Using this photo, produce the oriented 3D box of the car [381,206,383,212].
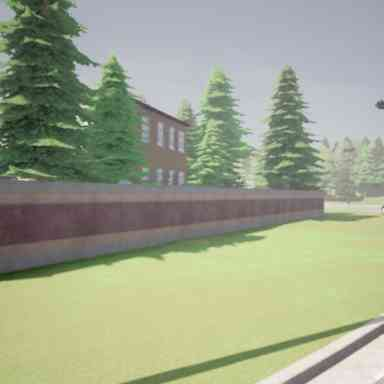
[{"bbox_3d":[25.004,1.867,40.087,1.837,1.490,4.892,0,0,-5],"label":"car"}]
